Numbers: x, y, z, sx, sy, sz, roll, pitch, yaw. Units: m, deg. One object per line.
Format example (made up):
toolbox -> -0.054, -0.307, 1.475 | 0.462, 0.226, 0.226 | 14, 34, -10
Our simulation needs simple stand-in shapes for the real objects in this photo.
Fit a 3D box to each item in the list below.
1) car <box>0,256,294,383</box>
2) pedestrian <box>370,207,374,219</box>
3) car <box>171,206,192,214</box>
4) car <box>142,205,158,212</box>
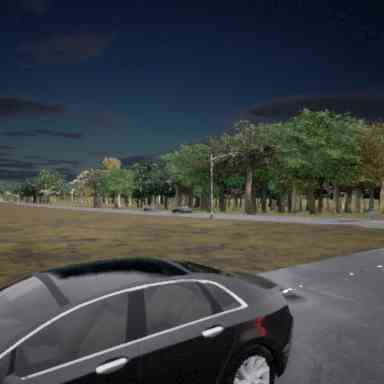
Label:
car -> -1.060, 1.505, 3.224 | 4.892, 1.490, 1.837 | 0, 0, -35
pedestrian -> 19.255, 2.203, 35.535 | 0.375, 1.300, 0.375 | -2, 1, -33
car -> -1.961, 3.220, 60.793 | 2.033, 1.411, 5.357 | 1, -2, -32
car -> -9.004, 3.571, 71.388 | 2.128, 1.511, 4.902 | 1, -2, -33
